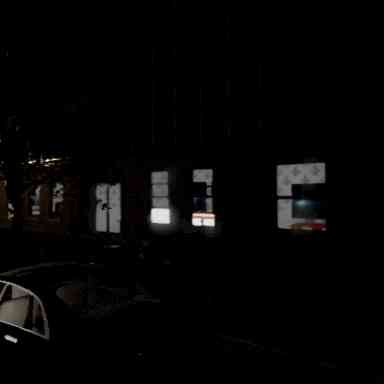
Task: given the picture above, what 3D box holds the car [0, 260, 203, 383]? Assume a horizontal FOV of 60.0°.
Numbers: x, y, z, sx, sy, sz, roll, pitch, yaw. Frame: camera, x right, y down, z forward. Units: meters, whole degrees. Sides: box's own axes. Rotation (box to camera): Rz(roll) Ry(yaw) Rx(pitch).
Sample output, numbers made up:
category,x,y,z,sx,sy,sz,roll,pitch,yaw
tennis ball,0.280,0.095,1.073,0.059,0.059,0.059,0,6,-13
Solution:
category,x,y,z,sx,sy,sz,roll,pitch,yaw
car,-1.938,1.581,4.254,4.403,1.369,2.008,-1,0,35
